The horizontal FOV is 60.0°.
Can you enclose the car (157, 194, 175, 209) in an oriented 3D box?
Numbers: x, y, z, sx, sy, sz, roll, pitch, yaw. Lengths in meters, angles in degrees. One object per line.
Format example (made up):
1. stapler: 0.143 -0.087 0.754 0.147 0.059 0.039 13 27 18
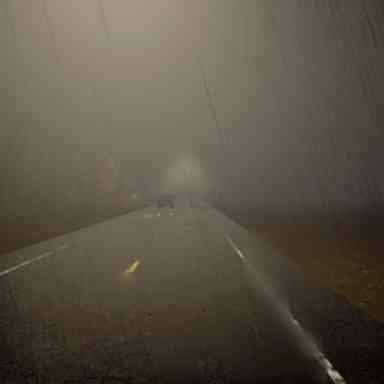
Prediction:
1. car: -3.558 1.237 45.980 2.150 2.045 5.566 0 0 0
